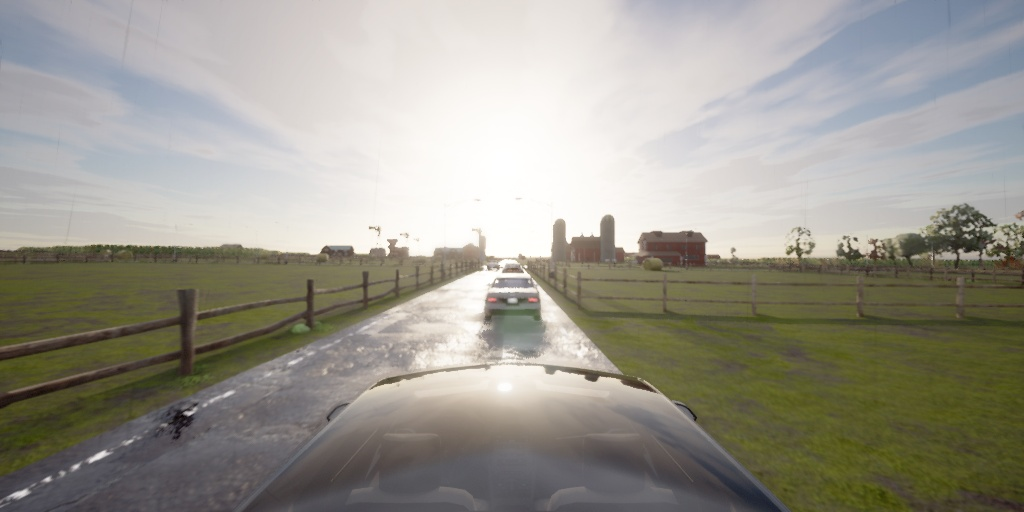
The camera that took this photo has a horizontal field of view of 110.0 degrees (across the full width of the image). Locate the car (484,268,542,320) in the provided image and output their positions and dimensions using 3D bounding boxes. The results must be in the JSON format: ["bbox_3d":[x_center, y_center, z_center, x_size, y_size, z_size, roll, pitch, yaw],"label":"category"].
[{"bbox_3d":[0.040,1.327,12.749,2.033,1.411,5.357,0,0,0],"label":"car"}]

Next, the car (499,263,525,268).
[{"bbox_3d":[0.065,1.337,31.636,1.837,1.490,4.892,0,0,0],"label":"car"}]

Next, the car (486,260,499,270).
[{"bbox_3d":[-2.831,1.385,53.877,2.128,1.511,4.902,0,0,0],"label":"car"}]
